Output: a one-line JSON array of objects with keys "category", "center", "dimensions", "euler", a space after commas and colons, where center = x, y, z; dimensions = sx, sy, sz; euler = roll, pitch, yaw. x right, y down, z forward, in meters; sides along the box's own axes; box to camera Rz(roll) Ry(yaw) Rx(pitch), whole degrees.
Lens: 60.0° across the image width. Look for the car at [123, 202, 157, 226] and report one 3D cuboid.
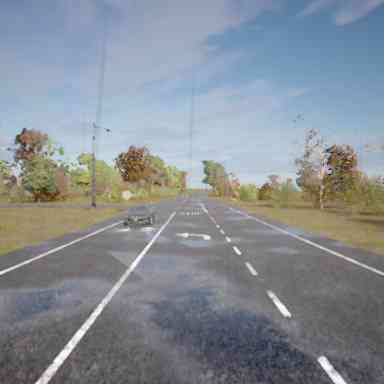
[{"category": "car", "center": [-3.572, 1.508, 23.387], "dimensions": [1.837, 1.490, 4.892], "euler": [0, 0, 0]}]
